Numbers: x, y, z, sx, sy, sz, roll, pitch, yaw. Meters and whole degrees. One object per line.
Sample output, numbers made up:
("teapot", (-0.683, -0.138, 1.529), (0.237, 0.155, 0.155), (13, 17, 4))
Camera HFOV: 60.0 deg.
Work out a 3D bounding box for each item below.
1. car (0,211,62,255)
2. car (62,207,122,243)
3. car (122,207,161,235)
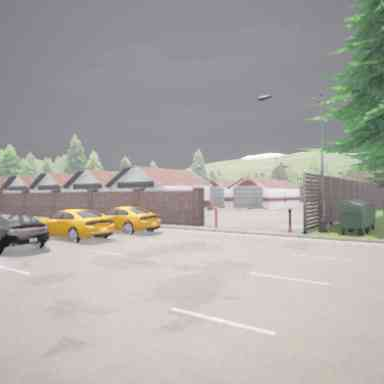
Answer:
("car", (-7.983, 1.630, 13.994), (4.902, 1.511, 2.128), (-1, 0, 35))
("car", (-6.121, 1.618, 16.967), (5.008, 1.535, 1.882), (0, 0, 35))
("car", (-4.113, 1.618, 19.833), (5.008, 1.535, 1.882), (0, 0, 35))
